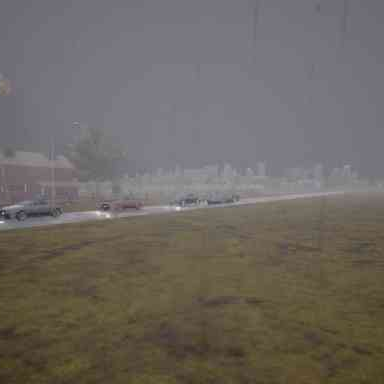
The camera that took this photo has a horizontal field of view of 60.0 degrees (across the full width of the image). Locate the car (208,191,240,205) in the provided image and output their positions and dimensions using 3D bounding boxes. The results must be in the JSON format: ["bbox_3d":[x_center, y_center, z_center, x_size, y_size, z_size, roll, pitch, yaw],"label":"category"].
[{"bbox_3d":[3.709,0.860,41.248,1.994,1.385,4.181,1,2,36],"label":"car"}]

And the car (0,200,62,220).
[{"bbox_3d":[-11.925,1.267,24.736,1.994,1.385,4.181,1,2,34],"label":"car"}]

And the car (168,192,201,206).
[{"bbox_3d":[-0.846,0.827,39.976,1.837,1.490,4.892,1,2,36],"label":"car"}]

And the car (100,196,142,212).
[{"bbox_3d":[-6.730,1.090,31.872,1.994,1.385,4.181,1,2,36],"label":"car"}]
